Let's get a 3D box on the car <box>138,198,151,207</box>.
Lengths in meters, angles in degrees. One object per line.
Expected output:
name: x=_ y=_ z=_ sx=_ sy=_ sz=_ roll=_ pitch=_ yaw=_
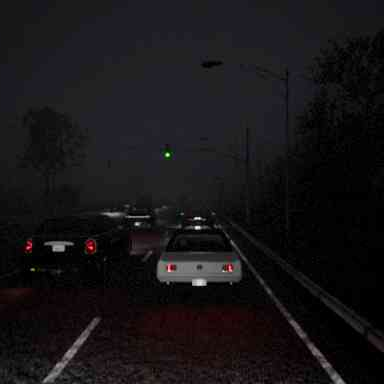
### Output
car: x=-9.355 y=1.998 z=66.065 sx=1.882 sy=1.535 sz=5.008 roll=0 pitch=1 yaw=1

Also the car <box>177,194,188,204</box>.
car: x=-2.174 y=1.446 z=74.501 sx=2.150 sy=2.045 sz=5.566 roll=0 pitch=2 yaw=1

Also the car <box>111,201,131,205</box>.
car: x=-9.852 y=1.924 z=45.471 sx=2.128 sy=1.511 sz=4.902 roll=0 pitch=-1 yaw=2

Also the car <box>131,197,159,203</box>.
car: x=-6.359 y=1.655 z=45.560 sx=2.150 sy=2.045 sz=5.566 roll=0 pitch=-1 yaw=1

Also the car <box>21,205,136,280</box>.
car: x=-3.299 y=1.451 z=10.411 sx=2.097 sy=1.767 sz=4.553 roll=0 pitch=-1 yaw=1

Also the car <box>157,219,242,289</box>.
car: x=0.186 y=1.692 z=9.421 sx=1.895 sy=1.301 sz=4.718 roll=0 pitch=-1 yaw=1

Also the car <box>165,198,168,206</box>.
car: x=-5.871 y=1.876 z=65.739 sx=2.097 sy=1.767 sz=4.553 roll=0 pitch=1 yaw=2

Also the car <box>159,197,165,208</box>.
car: x=-6.141 y=2.007 z=55.633 sx=1.882 sy=1.535 sz=5.008 roll=0 pitch=-1 yaw=2

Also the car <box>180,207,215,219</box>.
car: x=0.354 y=1.700 z=20.441 sx=1.837 sy=1.490 sz=4.892 roll=0 pitch=-1 yaw=1

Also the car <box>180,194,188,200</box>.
car: x=-1.963 y=1.218 z=84.939 sx=1.895 sy=1.301 sz=4.718 roll=0 pitch=2 yaw=1

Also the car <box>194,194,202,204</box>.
car: x=1.325 y=1.747 z=74.413 sx=2.128 sy=1.511 sz=4.902 roll=0 pitch=2 yaw=1

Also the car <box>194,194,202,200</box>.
car: x=1.535 y=1.176 z=84.836 sx=1.994 sy=1.385 sz=4.181 roll=0 pitch=2 yaw=1

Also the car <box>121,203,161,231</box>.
car: x=-3.365 y=1.702 z=21.976 sx=2.128 sy=1.511 sz=4.902 roll=0 pitch=-1 yaw=-3

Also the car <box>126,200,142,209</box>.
car: x=-9.635 y=2.055 z=55.693 sx=1.812 sy=1.442 sz=4.674 roll=0 pitch=-1 yaw=1
